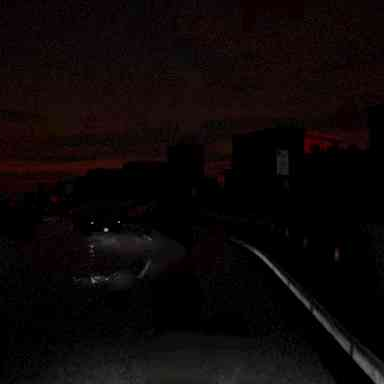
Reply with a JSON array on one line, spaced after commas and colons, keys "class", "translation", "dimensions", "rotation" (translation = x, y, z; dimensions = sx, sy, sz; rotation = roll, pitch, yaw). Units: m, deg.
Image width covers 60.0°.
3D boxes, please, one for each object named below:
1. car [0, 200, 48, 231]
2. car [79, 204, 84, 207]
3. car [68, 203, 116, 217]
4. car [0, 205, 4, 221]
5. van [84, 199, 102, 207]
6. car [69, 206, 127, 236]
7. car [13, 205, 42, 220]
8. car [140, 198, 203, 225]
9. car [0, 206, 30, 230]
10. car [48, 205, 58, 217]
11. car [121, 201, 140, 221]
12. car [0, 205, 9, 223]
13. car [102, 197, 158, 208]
[{"class": "car", "translation": [-12.303, 1.456, 20.519], "dimensions": [5.566, 2.045, 2.435], "rotation": [0, -1, -38]}, {"class": "car", "translation": [-10.588, 1.920, 38.299], "dimensions": [4.553, 1.767, 2.185], "rotation": [0, -2, -38]}, {"class": "car", "translation": [-12.189, 2.140, 40.741], "dimensions": [5.366, 1.575, 1.946], "rotation": [0, -2, -37]}, {"class": "car", "translation": [-20.911, 2.059, 31.347], "dimensions": [5.366, 1.575, 1.946], "rotation": [0, -2, -37]}, {"class": "van", "translation": [-8.809, 1.730, 35.841], "dimensions": [4.442, 1.987, 1.878], "rotation": [0, -2, -38]}, {"class": "car", "translation": [-5.704, 1.744, 19.661], "dimensions": [1.895, 1.301, 4.718], "rotation": [0, -1, -31]}, {"class": "car", "translation": [-17.951, 2.194, 36.160], "dimensions": [1.837, 1.490, 4.892], "rotation": [0, -2, -37]}, {"class": "car", "translation": [-1.322, 1.547, 26.278], "dimensions": [4.553, 1.767, 2.185], "rotation": [0, -1, -38]}, {"class": "car", "translation": [-13.952, 1.763, 22.611], "dimensions": [4.892, 1.521, 2.231], "rotation": [0, -1, -38]}, {"class": "car", "translation": [-18.339, 2.266, 40.681], "dimensions": [5.008, 1.535, 1.882], "rotation": [-3, -3, 39]}, {"class": "car", "translation": [-3.158, 1.734, 28.691], "dimensions": [5.008, 1.535, 2.097], "rotation": [0, -1, -38]}, {"class": "car", "translation": [-19.292, 1.976, 29.236], "dimensions": [5.366, 1.575, 1.946], "rotation": [0, -2, -38]}, {"class": "car", "translation": [-4.966, 1.543, 30.987], "dimensions": [5.566, 2.045, 2.435], "rotation": [0, -1, -38]}]
